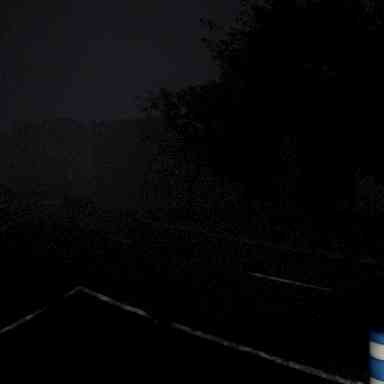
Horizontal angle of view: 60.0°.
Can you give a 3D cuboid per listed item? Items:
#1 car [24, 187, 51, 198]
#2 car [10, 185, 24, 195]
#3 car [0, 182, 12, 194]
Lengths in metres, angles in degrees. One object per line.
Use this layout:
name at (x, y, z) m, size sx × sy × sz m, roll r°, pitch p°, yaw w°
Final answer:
car at (-24.824, 0.096, 54.672) m, size 2.231 × 1.521 × 4.892 m, roll 4°, pitch 1°, yaw -1°
car at (-27.692, -0.121, 55.666) m, size 2.002 × 1.452 × 4.674 m, roll 5°, pitch 1°, yaw -1°
car at (-30.555, -0.416, 56.462) m, size 1.946 × 1.575 × 5.366 m, roll 5°, pitch 1°, yaw -1°
